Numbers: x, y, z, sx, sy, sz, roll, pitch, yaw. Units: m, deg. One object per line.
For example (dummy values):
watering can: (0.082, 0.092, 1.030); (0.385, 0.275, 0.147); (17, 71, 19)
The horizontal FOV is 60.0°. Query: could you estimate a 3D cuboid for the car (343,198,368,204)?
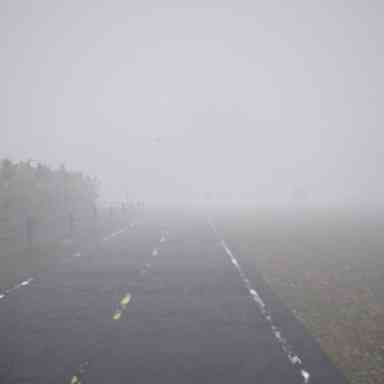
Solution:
car: (28.068, 1.294, 56.817); (4.181, 1.385, 1.994); (-1, -1, 0)
